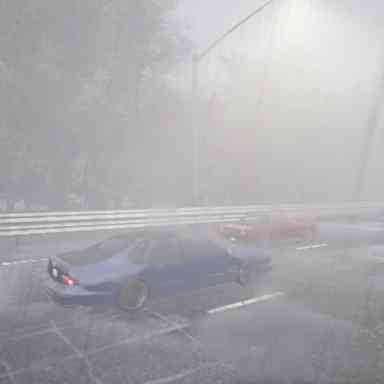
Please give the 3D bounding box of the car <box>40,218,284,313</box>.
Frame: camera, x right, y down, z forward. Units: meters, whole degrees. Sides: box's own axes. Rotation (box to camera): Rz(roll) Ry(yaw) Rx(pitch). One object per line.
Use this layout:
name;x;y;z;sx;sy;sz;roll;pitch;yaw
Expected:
car;-0.512;1.559;7.679;5.357;1.411;2.033;0;0;-35

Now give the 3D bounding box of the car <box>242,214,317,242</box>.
car;3.491;1.632;14.830;4.718;1.301;1.895;0;0;-35
